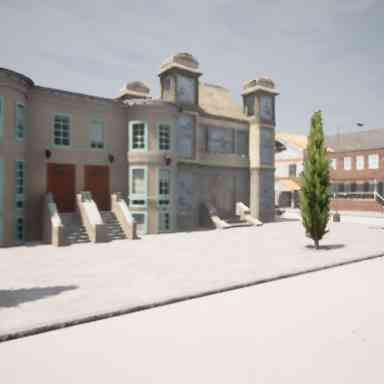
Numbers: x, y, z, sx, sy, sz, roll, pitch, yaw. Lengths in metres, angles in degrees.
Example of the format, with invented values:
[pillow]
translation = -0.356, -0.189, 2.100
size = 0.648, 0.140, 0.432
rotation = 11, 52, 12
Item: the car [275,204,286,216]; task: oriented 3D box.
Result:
[car]
translation = 7.266, 1.601, 33.893
size = 2.128, 1.511, 4.902
rotation = 0, 0, -36
